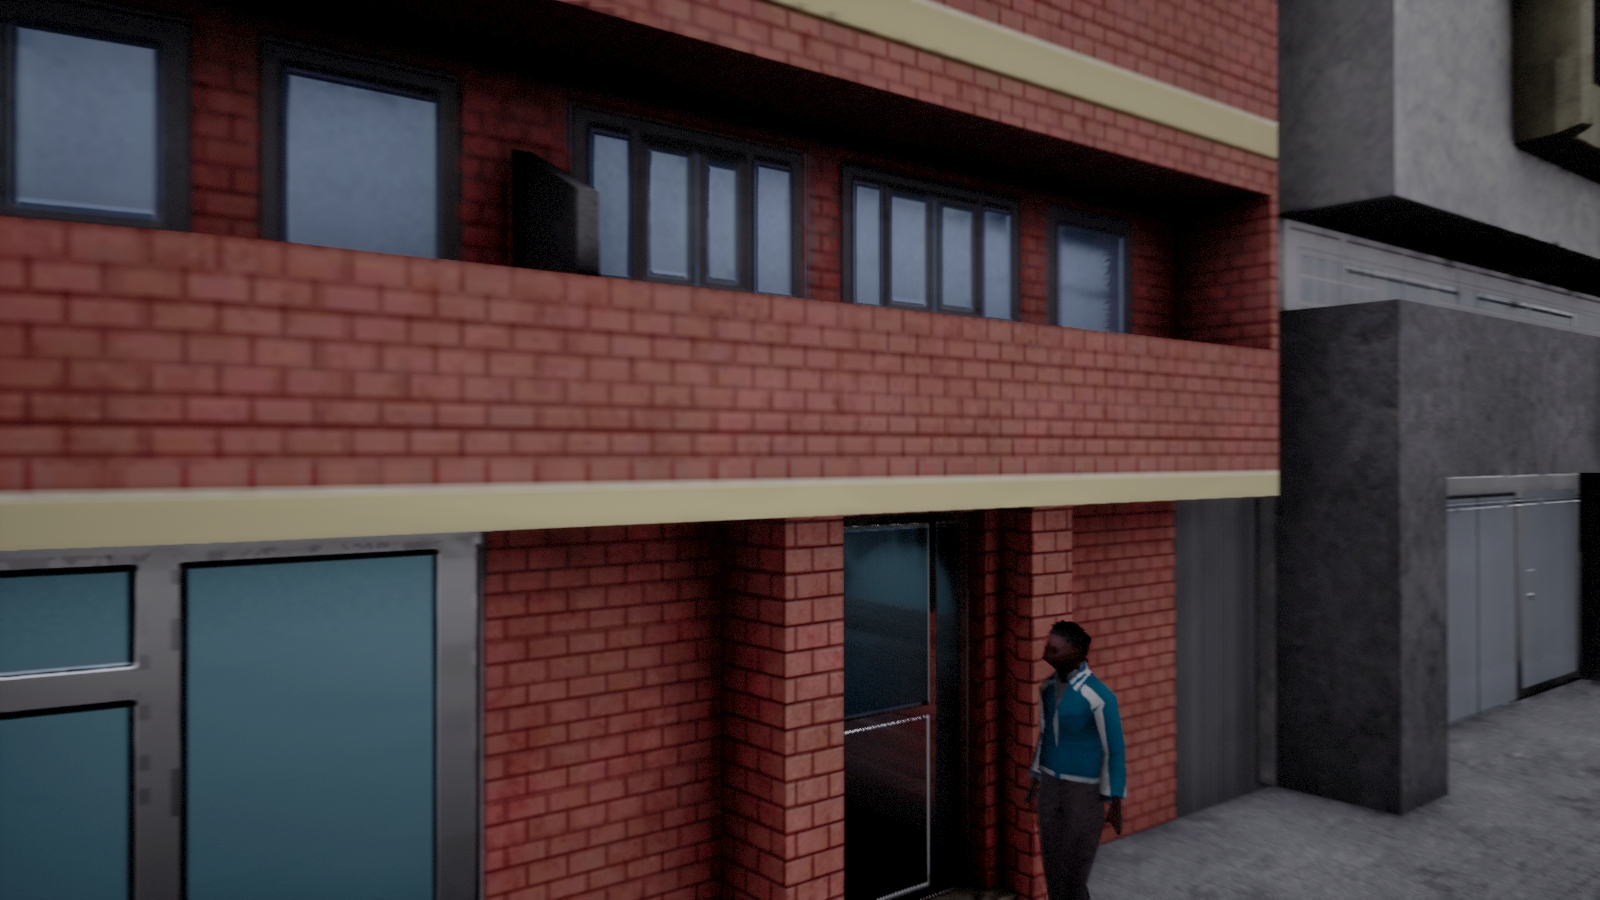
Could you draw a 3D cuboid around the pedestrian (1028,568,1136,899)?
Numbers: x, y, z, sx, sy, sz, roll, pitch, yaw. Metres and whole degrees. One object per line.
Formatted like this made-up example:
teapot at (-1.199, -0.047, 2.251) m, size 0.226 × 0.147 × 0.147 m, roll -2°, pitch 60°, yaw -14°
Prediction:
pedestrian at (1.435, 1.556, 5.817) m, size 0.375 × 1.860 × 0.375 m, roll 0°, pitch 0°, yaw -33°
